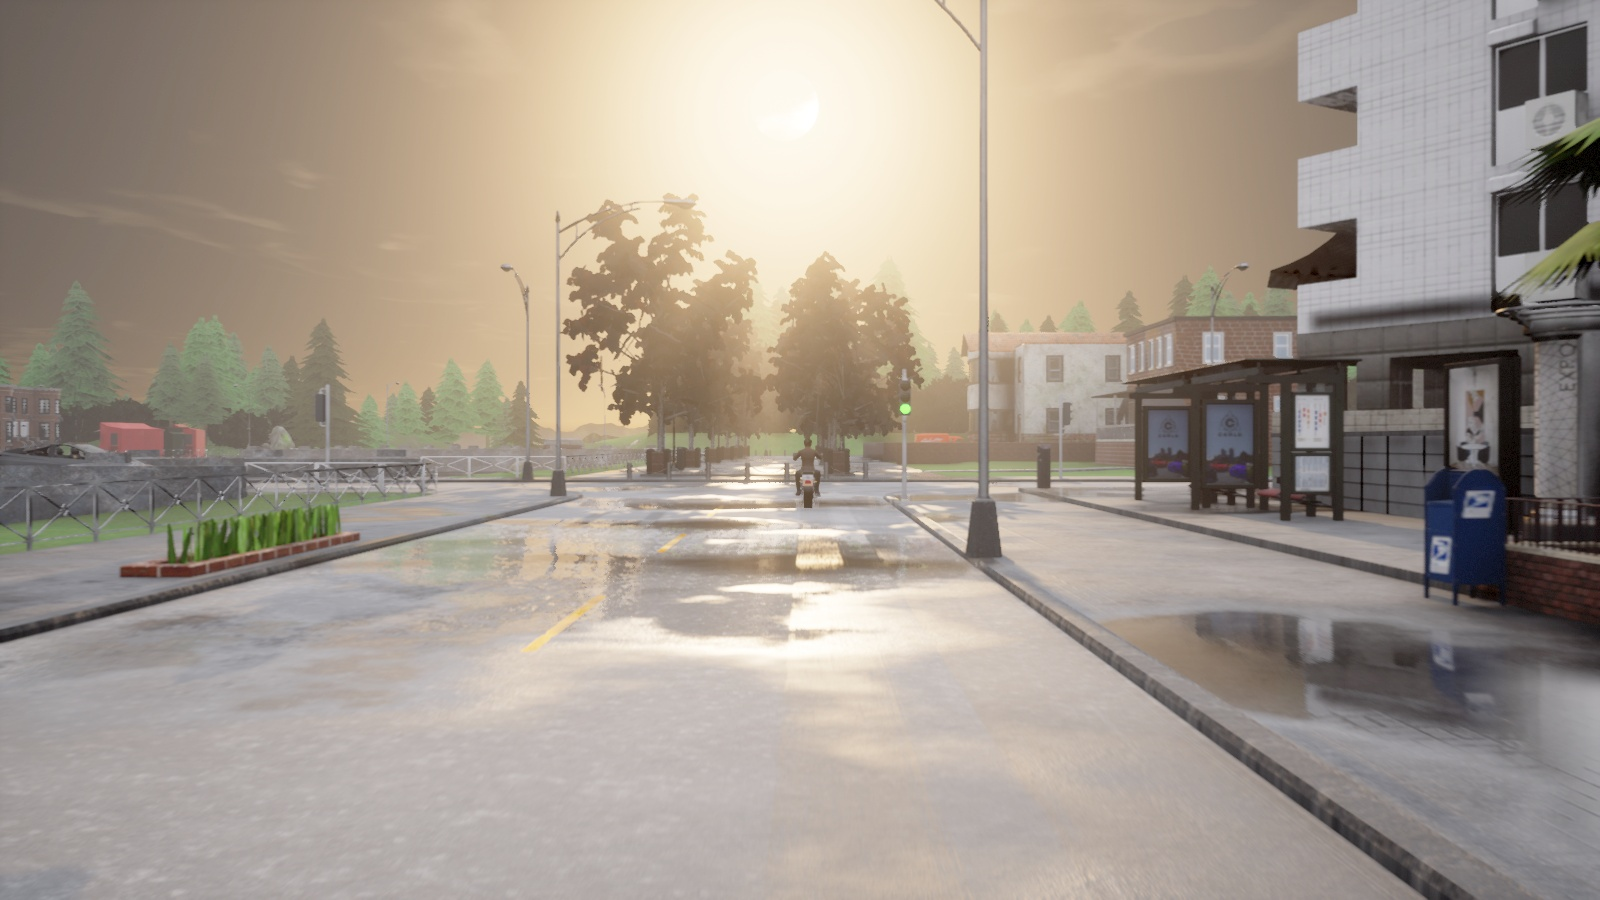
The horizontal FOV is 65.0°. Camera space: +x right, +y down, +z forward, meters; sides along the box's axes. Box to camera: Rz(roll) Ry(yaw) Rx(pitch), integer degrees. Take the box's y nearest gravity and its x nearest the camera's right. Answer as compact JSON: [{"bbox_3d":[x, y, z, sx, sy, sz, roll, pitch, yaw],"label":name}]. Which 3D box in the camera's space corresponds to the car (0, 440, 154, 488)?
[{"bbox_3d":[-24.146,0.440,41.570,4.514,1.525,2.007,0,0,2],"label":"car"}]

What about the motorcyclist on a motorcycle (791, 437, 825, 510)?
[{"bbox_3d":[0.186,0.530,29.579,0.766,1.649,2.350,0,0,0],"label":"motorcyclist on a motorcycle"}]
